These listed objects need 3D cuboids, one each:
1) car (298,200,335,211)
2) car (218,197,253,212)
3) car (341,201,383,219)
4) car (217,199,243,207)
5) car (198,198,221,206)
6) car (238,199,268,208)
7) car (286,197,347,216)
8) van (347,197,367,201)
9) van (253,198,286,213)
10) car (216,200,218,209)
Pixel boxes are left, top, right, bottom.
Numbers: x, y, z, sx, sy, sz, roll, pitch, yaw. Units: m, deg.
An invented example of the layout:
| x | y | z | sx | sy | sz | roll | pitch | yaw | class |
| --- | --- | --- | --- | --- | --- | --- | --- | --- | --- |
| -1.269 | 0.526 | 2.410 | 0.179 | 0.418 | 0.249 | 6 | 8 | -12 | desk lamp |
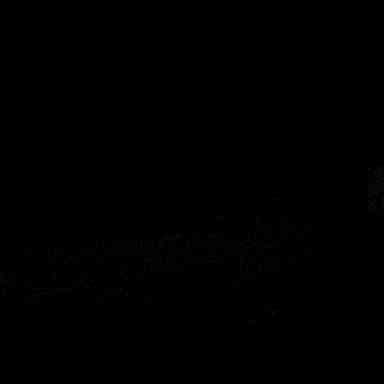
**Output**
| x | y | z | sx | sy | sz | roll | pitch | yaw | class |
| --- | --- | --- | --- | --- | --- | --- | --- | --- | --- |
| 16.474 | 1.736 | 44.176 | 1.947 | 1.339 | 4.313 | -1 | 0 | -36 | car |
| 6.235 | 1.627 | 43.832 | 2.192 | 1.841 | 5.009 | -1 | 0 | -36 | car |
| 16.148 | 1.726 | 29.970 | 1.802 | 1.307 | 4.206 | -1 | 0 | -36 | car |
| 6.567 | 1.872 | 58.037 | 1.887 | 1.381 | 4.507 | -1 | 0 | -36 | car |
| 3.265 | 1.929 | 62.658 | 2.008 | 1.369 | 4.403 | -1 | 0 | -36 | car |
| 9.770 | 1.803 | 53.556 | 1.752 | 1.417 | 4.829 | -1 | 0 | -36 | car |
| 12.840 | 1.517 | 34.591 | 2.192 | 1.841 | 5.009 | -1 | 0 | -36 | car |
| 19.771 | 1.455 | 39.555 | 1.690 | 1.788 | 3.998 | -1 | 0 | -36 | van |
| 9.538 | 1.599 | 39.212 | 1.690 | 1.788 | 3.998 | -1 | 0 | -36 | van |
| 2.938 | 1.915 | 48.454 | 2.008 | 1.369 | 4.403 | -1 | 0 | -36 | car |
